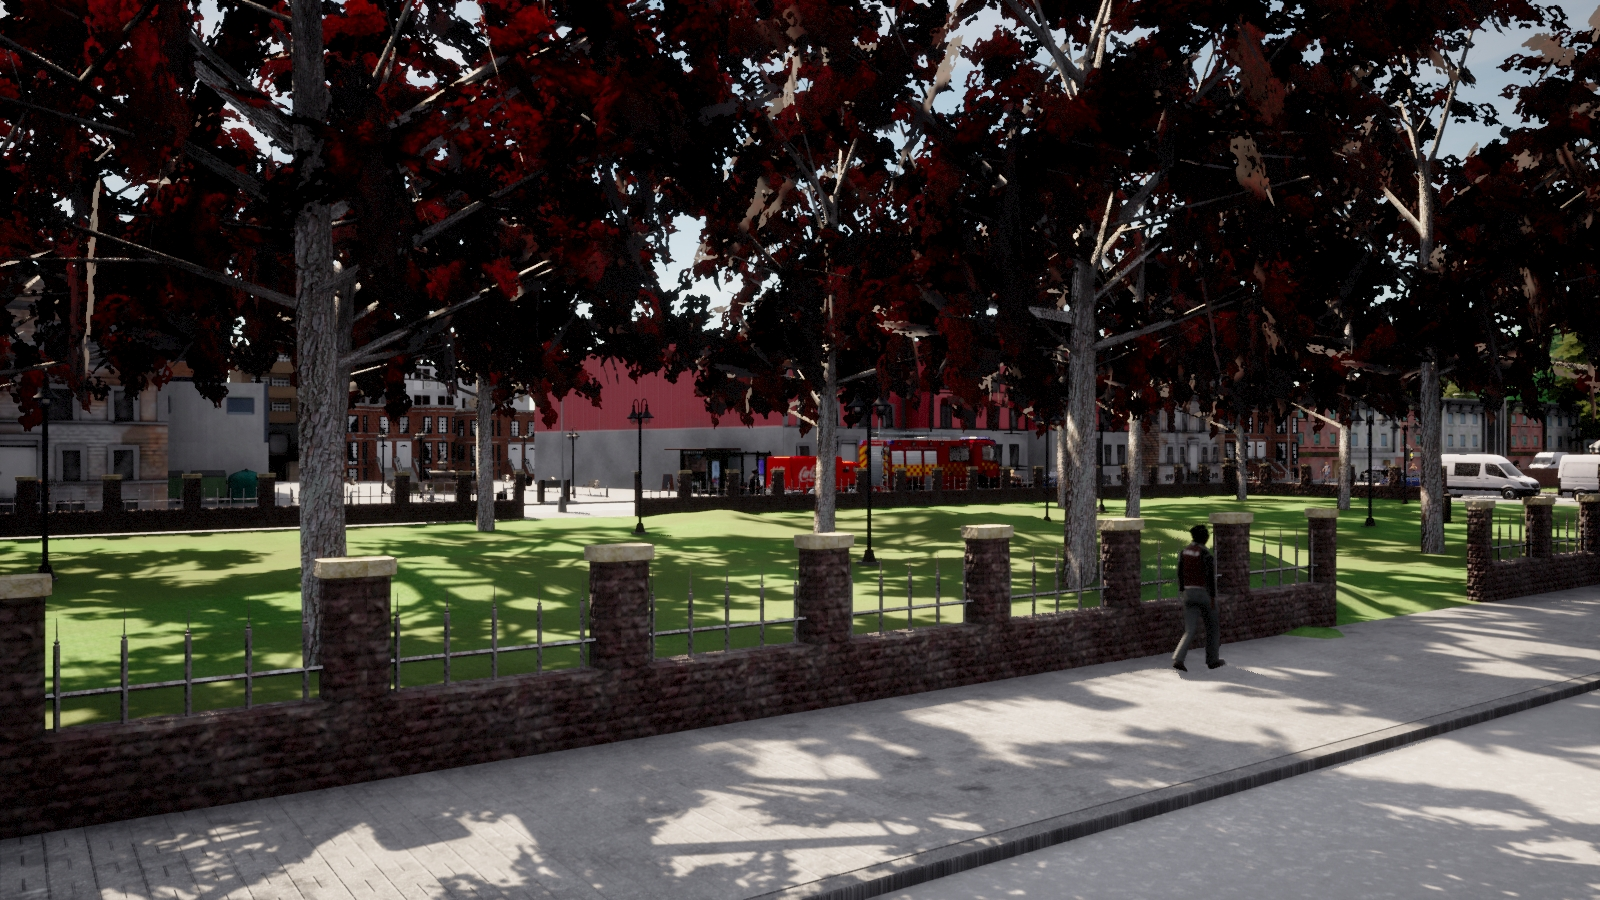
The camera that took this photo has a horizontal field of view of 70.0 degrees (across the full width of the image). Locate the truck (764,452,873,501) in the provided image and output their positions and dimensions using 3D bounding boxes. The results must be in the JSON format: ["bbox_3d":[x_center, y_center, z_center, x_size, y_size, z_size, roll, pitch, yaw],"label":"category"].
[{"bbox_3d":[0.982,1.348,60.339,5.204,2.467,2.627,0,0,-35],"label":"truck"}]

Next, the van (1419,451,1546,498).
[{"bbox_3d":[38.735,1.314,65.046,1.988,2.561,5.915,0,0,-34],"label":"van"}]

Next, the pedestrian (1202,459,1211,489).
[{"bbox_3d":[25.579,1.523,71.932,0.375,1.860,0.375,0,0,-37],"label":"pedestrian"}]

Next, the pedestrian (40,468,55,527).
[{"bbox_3d":[-24.263,1.525,36.841,0.375,1.860,0.375,0,0,-35],"label":"pedestrian"}]

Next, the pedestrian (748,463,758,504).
[{"bbox_3d":[-2.162,1.524,52.435,0.375,1.860,0.375,0,0,-21],"label":"pedestrian"}]

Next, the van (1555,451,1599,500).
[{"bbox_3d":[42.801,1.314,59.145,1.988,2.561,5.915,0,0,-34],"label":"van"}]

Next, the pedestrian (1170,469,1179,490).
[{"bbox_3d":[22.844,1.804,69.659,0.375,1.300,0.375,0,0,-34],"label":"pedestrian"}]

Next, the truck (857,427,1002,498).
[{"bbox_3d":[7.473,0.671,65.186,8.468,3.827,2.891,0,0,-35],"label":"truck"}]

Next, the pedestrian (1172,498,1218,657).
[{"bbox_3d":[4.774,1.525,13.827,0.375,1.860,0.375,0,0,-33],"label":"pedestrian"}]
